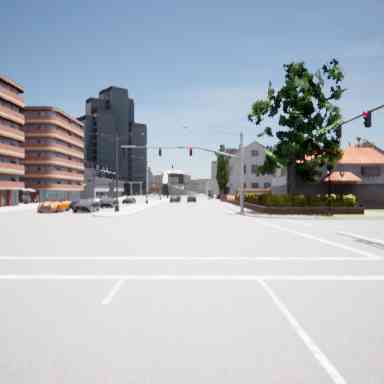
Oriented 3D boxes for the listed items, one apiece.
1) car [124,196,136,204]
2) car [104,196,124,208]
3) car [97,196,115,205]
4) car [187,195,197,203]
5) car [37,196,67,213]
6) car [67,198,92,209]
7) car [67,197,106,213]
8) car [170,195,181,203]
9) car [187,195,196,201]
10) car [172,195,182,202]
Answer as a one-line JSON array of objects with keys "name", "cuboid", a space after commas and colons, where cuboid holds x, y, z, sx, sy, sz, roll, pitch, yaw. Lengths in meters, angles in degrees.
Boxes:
[{"name": "car", "cuboid": [-11.608, 1.517, 61.652, 2.033, 1.411, 5.357, 0, 0, 0]}, {"name": "car", "cuboid": [-11.636, 1.524, 47.150, 2.033, 1.411, 5.357, 0, 0, 0]}, {"name": "car", "cuboid": [-15.122, 1.497, 58.665, 1.812, 1.442, 4.674, 0, 0, 0]}, {"name": "car", "cuboid": [-0.067, 1.444, 68.243, 1.882, 1.535, 5.008, 0, 0, 0]}, {"name": "car", "cuboid": [-15.129, 1.334, 36.530, 2.097, 1.767, 4.553, 0, 0, 0]}, {"name": "car", "cuboid": [-15.138, 1.540, 45.163, 1.994, 1.385, 4.181, 0, 0, 0]}, {"name": "car", "cuboid": [-11.630, 1.529, 37.077, 2.033, 1.411, 5.357, 0, 0, 0]}, {"name": "car", "cuboid": [-3.567, 1.458, 68.239, 2.128, 1.511, 4.902, 0, 0, 0]}, {"name": "car", "cuboid": [-0.077, 1.482, 78.659, 1.994, 1.385, 4.181, 0, 0, 0]}, {"name": "car", "cuboid": [-3.577, 1.454, 78.656, 2.128, 1.511, 4.902, 0, 0, 0]}]
